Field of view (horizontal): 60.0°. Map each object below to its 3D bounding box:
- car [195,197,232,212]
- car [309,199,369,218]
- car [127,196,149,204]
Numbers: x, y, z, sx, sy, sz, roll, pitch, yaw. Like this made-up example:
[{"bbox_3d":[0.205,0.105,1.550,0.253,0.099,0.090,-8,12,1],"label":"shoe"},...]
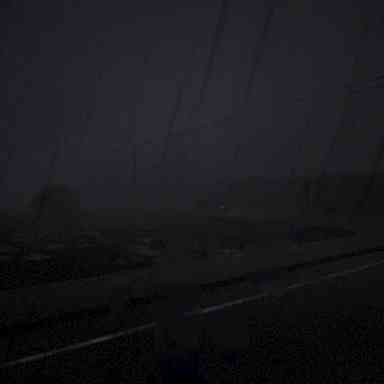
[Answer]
[{"bbox_3d":[2.181,1.333,34.956,1.837,1.490,4.892,-1,1,-35],"label":"car"},{"bbox_3d":[11.927,1.287,27.467,2.128,1.511,4.902,-1,0,-35],"label":"car"},{"bbox_3d":[-8.136,1.338,50.165,1.882,1.535,5.008,-1,0,-33],"label":"car"}]
